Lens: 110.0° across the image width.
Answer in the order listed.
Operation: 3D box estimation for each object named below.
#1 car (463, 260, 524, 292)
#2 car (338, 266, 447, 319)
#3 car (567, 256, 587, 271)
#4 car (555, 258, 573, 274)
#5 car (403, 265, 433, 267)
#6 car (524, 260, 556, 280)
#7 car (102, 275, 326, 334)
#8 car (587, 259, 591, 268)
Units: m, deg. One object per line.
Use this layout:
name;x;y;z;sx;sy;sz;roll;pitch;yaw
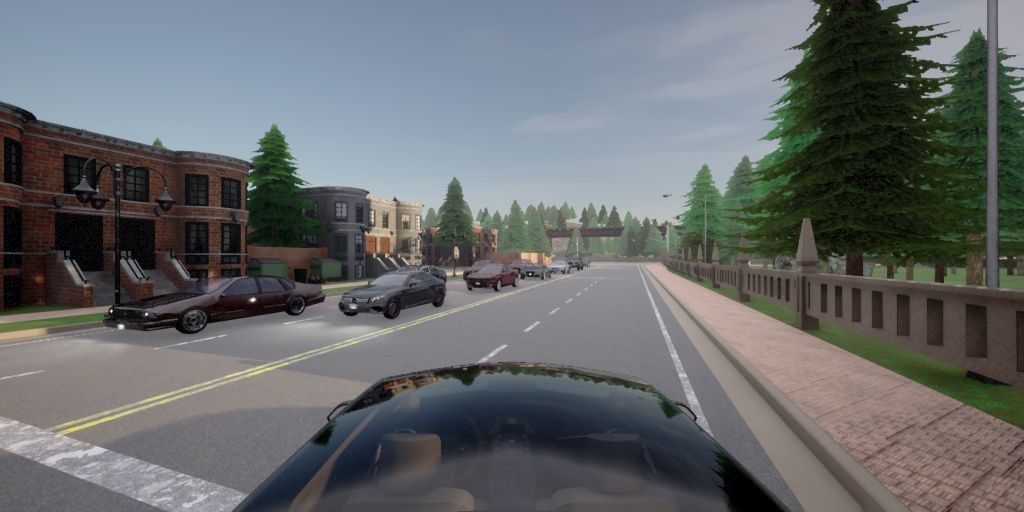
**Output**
car;-1.067;1.228;21.942;1.882;1.535;5.008;0;0;19
car;-4.072;1.276;13.111;1.812;1.442;4.674;0;0;19
car;8.775;0.971;50.844;2.150;2.045;5.566;0;0;19
car;5.409;1.276;40.971;1.812;1.442;4.674;0;0;19
car;-5.417;1.242;20.040;2.128;1.511;4.902;0;0;18
car;2.168;1.314;31.422;1.994;1.385;4.181;0;0;20
car;-8.467;1.297;11.066;2.033;1.411;5.357;0;0;19
car;12.255;1.255;61.013;1.837;1.490;4.892;0;0;19
